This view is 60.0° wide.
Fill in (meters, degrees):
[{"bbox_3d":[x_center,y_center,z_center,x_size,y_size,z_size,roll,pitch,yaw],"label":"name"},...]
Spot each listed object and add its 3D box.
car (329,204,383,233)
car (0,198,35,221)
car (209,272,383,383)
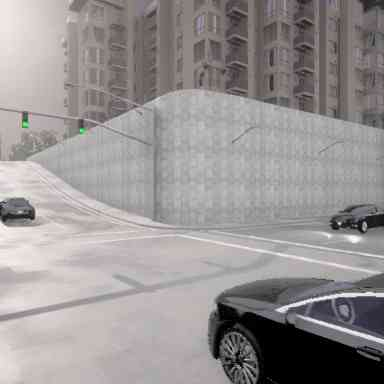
[{"bbox_3d":[10.155,1.505,19.852,4.892,1.490,1.837,0,0,-36],"label":"car"},{"bbox_3d":[-12.214,1.068,22.987,1.994,1.385,4.181,0,5,-36],"label":"car"},{"bbox_3d":[2.118,1.494,3.066,2.128,1.511,4.902,0,0,-36],"label":"car"}]
